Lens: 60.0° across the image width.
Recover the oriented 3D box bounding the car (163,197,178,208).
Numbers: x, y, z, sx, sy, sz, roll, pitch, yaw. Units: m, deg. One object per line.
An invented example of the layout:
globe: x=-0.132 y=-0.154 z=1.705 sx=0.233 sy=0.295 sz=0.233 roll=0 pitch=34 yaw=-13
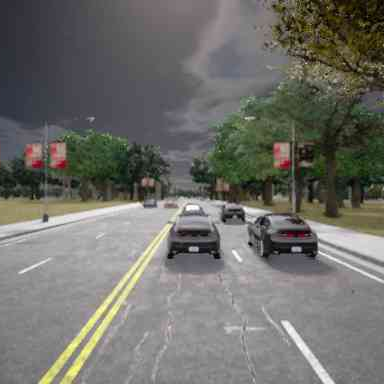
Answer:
car: x=-3.319 y=1.635 z=52.466 sx=2.097 sy=1.767 sz=4.553 roll=0 pitch=0 yaw=0

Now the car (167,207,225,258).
car: x=0.072 y=1.570 z=13.042 sx=1.837 sy=1.490 sz=4.892 roll=0 pitch=0 yaw=0

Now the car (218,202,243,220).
car: x=3.320 y=1.650 z=28.018 sx=1.837 sy=1.490 sz=4.892 roll=0 pitch=0 yaw=0

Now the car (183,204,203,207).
car: x=0.074 y=1.711 z=28.627 sx=1.994 sy=1.385 sz=4.181 roll=0 pitch=0 yaw=0

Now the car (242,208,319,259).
car: x=3.321 y=1.569 z=12.929 sx=1.837 sy=1.490 sz=4.892 roll=0 pitch=0 yaw=0

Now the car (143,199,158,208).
car: x=-6.568 y=1.848 z=52.546 sx=1.994 sy=1.385 sz=4.181 roll=0 pitch=0 yaw=0
